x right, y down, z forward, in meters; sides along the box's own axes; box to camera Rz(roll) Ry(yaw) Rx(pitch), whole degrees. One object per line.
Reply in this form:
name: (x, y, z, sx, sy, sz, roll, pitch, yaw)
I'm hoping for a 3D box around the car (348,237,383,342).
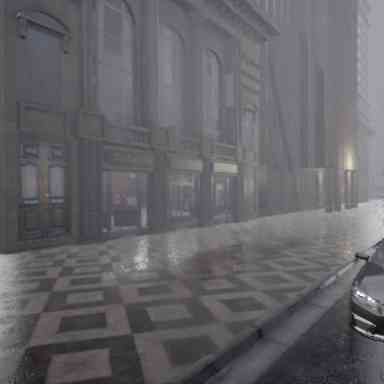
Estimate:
car: (4.279, 1.489, 6.077, 2.128, 1.511, 4.902, 0, 0, 38)
